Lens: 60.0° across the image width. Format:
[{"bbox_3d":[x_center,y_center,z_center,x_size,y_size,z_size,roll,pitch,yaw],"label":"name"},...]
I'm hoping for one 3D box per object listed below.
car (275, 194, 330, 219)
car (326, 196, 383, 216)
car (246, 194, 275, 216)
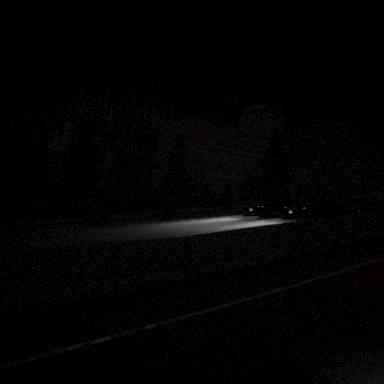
[{"bbox_3d":[8.326,0.944,22.807,4.902,1.511,2.128,-3,1,-35],"label":"car"},{"bbox_3d":[10.320,1.018,19.930,4.181,1.385,1.994,-2,1,-35],"label":"car"},{"bbox_3d":[6.287,0.943,25.651,4.902,1.511,2.128,-3,1,-35],"label":"car"}]
